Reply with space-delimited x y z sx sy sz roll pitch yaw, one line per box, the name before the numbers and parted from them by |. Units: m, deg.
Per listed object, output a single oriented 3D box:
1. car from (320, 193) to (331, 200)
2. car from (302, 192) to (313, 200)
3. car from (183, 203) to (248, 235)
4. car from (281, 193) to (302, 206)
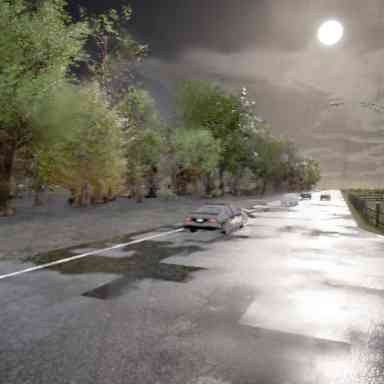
car | 25.513 0.816 63.426 1.895 1.301 4.718 1 1 24
car | 22.099 0.648 64.105 1.882 1.535 5.008 1 1 24
car | 1.372 1.279 17.050 2.033 1.411 5.357 1 1 24
car | 12.504 0.957 42.289 1.812 1.442 4.674 1 1 24
